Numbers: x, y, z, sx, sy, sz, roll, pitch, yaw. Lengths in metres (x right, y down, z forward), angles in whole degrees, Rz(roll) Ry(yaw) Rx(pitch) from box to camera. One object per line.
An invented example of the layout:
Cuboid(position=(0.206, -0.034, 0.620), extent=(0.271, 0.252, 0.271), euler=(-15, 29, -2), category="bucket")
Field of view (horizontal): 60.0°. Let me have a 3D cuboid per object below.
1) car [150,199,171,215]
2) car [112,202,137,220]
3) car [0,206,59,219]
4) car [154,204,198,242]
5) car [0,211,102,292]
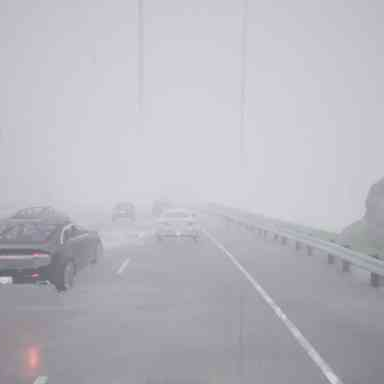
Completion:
Cuboid(position=(-3.068, 1.486, 33.349), extent=(2.128, 1.511, 4.902), euler=(0, 0, -10), category="car")
Cuboid(position=(-5.676, 1.548, 27.974), extent=(2.033, 1.411, 5.357), euler=(0, 0, -9), category="car")
Cuboid(position=(-7.913, 1.500, 17.504), extent=(2.128, 1.511, 4.902), euler=(0, 0, -5), category="car")
Cuboid(position=(-0.785, 1.522, 16.431), extent=(1.812, 1.442, 4.674), euler=(0, 0, -5), category="car")
Cuboid(position=(-3.749, 1.495, 8.873), extent=(2.128, 1.511, 4.902), euler=(0, 0, -3), category="car")
